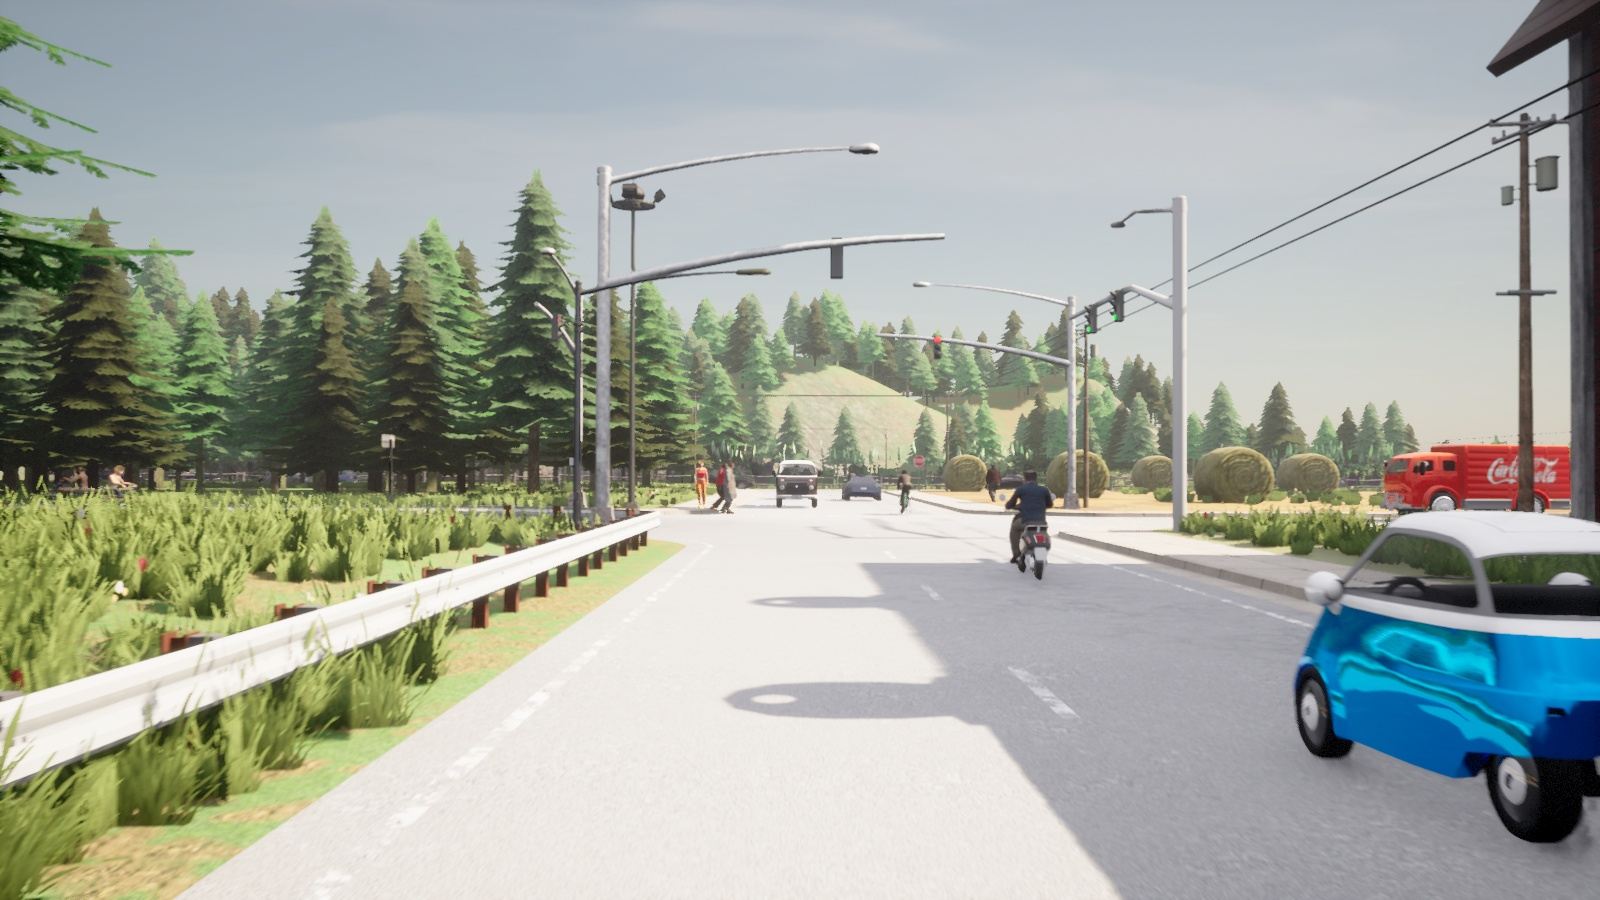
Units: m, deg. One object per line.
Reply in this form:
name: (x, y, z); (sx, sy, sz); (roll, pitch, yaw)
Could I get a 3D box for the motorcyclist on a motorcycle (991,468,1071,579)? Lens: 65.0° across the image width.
motorcyclist on a motorcycle: (3.454, 1.071, 18.932); (0.866, 1.590, 1.817); (0, -1, 0)

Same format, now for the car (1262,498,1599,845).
car: (3.485, 0.962, 6.334); (1.481, 1.376, 2.207); (0, -1, 0)

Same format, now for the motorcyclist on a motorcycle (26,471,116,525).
motorcyclist on a motorcycle: (-22.891, 1.490, 39.447); (2.350, 1.649, 0.766); (0, -1, -1)

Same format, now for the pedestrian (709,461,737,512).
pedestrian: (-2.779, 1.322, 45.483); (0.899, 1.844, 0.634); (0, -1, 8)

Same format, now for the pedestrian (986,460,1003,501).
pedestrian: (8.800, 1.365, 56.880); (0.634, 1.844, 0.899); (0, -1, 2)

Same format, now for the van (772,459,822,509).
van: (-0.131, 1.449, 54.393); (2.069, 2.038, 4.480); (0, -1, 0)

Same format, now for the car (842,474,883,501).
car: (3.337, 2.003, 67.969); (1.994, 1.385, 4.181); (0, -1, 0)

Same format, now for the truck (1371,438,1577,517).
truck: (21.552, 0.887, 40.369); (5.204, 2.467, 2.627); (0, -1, -1)

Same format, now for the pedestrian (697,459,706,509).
pedestrian: (-3.702, 1.277, 47.348); (0.345, 1.836, 0.594); (0, -1, -4)

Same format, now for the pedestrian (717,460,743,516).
pedestrian: (-2.489, 1.347, 44.558); (0.873, 1.952, 0.659); (0, -1, 1)
